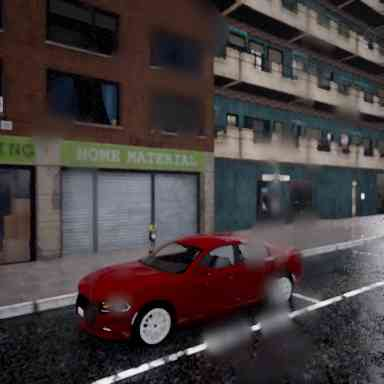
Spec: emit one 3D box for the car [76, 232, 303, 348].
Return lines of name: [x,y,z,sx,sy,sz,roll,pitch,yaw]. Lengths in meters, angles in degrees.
car: [0.186,1.494,6.221,4.507,1.381,1.887,-1,1,-35]
